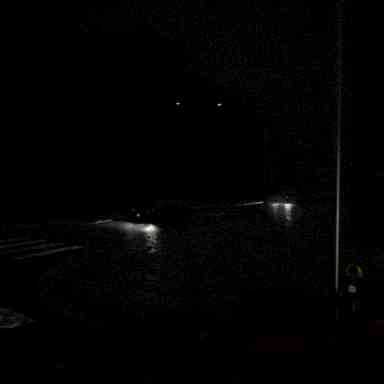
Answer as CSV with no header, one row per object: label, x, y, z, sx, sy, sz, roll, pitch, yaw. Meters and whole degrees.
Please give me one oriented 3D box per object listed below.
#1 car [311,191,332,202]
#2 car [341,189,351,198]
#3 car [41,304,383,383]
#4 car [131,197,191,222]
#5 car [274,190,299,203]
car,17.019,0.516,43.284,1.994,1.385,4.181,1,2,36
car,24.142,0.233,53.328,2.033,1.411,5.357,1,2,36
car,0.729,1.544,2.274,4.507,1.381,1.887,0,1,35
car,-1.866,1.070,21.754,1.812,1.442,4.674,1,2,35
car,11.680,0.542,40.803,1.812,1.442,4.674,1,2,36
